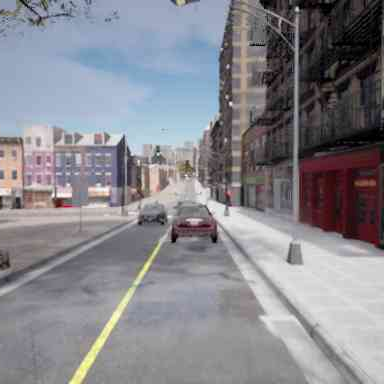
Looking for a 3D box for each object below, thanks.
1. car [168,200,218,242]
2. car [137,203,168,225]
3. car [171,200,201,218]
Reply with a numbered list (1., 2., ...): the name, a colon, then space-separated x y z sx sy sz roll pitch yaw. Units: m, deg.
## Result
1. car: 0.103 1.369 16.595 2.097 1.767 4.553 0 0 0
2. car: -2.747 1.553 24.146 1.837 1.490 4.892 0 0 0
3. car: -0.669 1.558 31.718 1.837 1.490 4.892 1 0 -14
